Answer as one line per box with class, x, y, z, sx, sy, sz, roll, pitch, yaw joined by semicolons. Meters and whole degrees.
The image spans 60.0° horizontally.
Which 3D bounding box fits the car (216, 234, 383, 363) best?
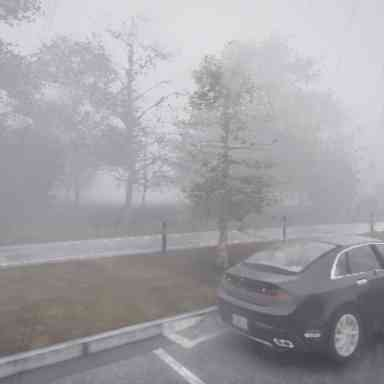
car;2.697;1.489;5.821;4.892;1.521;2.231;0;-3;-32
